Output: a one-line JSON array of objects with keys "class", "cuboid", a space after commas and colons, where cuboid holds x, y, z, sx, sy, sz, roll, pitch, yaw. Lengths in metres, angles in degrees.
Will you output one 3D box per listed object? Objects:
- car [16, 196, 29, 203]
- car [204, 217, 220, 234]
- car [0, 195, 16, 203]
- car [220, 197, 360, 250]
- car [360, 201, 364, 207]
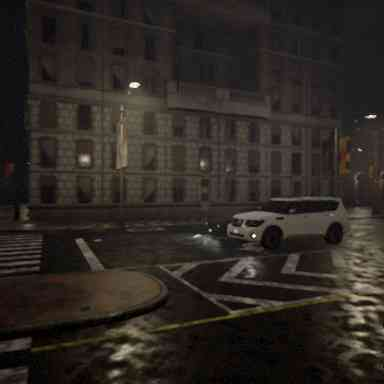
[{"class": "car", "cuboid": [-32.342, 1.507, 67.828, 2.033, 1.411, 5.357, 0, 0, 18]}, {"class": "car", "cuboid": [3.367, 1.557, 17.923, 5.357, 1.411, 2.033, 0, 0, -24]}, {"class": "car", "cuboid": [-36.392, 1.316, 65.966, 2.097, 1.767, 4.553, 0, 0, 14]}, {"class": "car", "cuboid": [4.296, 1.232, 14.508, 5.566, 2.045, 2.150, 0, 0, -24]}, {"class": "car", "cuboid": [24.081, 1.557, 51.343, 1.837, 1.490, 4.892, 0, 0, -24]}]
